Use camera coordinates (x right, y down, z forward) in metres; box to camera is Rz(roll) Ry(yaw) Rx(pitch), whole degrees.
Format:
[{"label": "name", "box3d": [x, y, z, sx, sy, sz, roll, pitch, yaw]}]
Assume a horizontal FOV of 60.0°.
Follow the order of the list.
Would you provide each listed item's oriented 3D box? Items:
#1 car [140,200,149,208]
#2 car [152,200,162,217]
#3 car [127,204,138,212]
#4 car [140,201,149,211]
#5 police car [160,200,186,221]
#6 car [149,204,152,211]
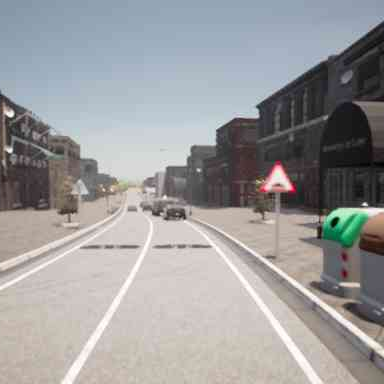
[{"label": "car", "box3d": [-11.818, 2.877, 82.250, 2.097, 1.767, 4.553, 0, 1, -11]}, {"label": "car", "box3d": [-3.531, 2.070, 42.690, 2.150, 2.045, 5.566, 0, -3, -11]}, {"label": "car", "box3d": [-11.620, 3.130, 64.750, 1.994, 1.385, 4.181, 0, 1, -10]}, {"label": "car", "box3d": [-9.074, 3.094, 67.535, 1.837, 1.490, 4.892, 0, 0, -11]}, {"label": "police car", "box3d": [-1.766, 1.898, 32.850, 1.930, 1.638, 5.238, 0, -2, -9]}, {"label": "car", "box3d": [-4.630, 2.337, 48.594, 2.150, 2.045, 5.566, 0, -2, -11]}]
